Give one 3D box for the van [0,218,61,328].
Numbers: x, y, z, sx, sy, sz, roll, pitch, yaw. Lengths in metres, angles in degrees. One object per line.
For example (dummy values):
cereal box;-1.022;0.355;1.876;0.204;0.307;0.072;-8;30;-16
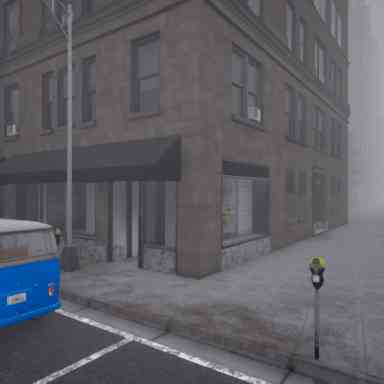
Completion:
van;-4.088;1.340;5.994;3.998;1.788;1.690;0;0;35
